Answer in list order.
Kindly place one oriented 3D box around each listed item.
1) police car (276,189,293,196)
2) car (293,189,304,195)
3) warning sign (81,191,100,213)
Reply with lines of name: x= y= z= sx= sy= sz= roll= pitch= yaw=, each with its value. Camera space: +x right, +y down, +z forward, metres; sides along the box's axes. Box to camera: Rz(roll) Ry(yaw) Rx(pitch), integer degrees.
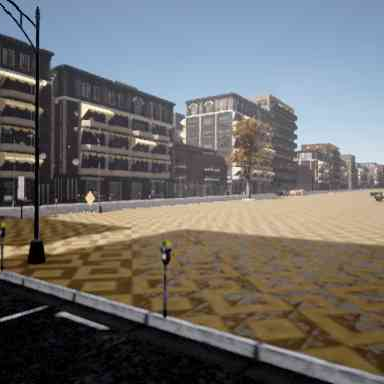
police car: x=21.976 y=0.209 z=80.662 sx=1.930 sy=1.638 sz=5.238 roll=1 pitch=1 yaw=35
car: x=27.584 y=-0.010 z=88.768 sx=2.097 sy=1.767 sz=4.553 roll=0 pitch=1 yaw=35
warning sign: x=-8.813 y=0.836 z=28.884 sx=1.300 sy=1.860 sz=1.060 roll=-1 pitch=0 yaw=35
